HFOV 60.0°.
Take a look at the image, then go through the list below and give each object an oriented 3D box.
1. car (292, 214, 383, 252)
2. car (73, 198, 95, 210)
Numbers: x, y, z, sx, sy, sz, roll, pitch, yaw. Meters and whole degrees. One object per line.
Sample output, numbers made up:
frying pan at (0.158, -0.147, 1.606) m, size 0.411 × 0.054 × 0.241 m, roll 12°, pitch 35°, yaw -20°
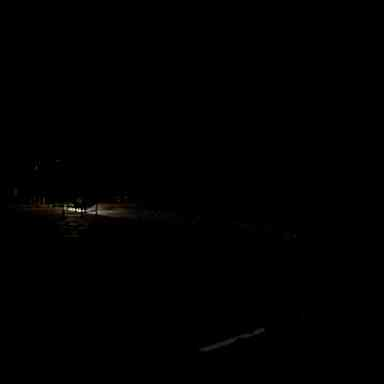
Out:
car at (6.872, 1.675, 14.607) m, size 1.895 × 1.301 × 4.718 m, roll -2°, pitch 1°, yaw -35°
car at (-14.883, 1.608, 45.740) m, size 2.128 × 1.511 × 4.902 m, roll -2°, pitch 1°, yaw -35°
